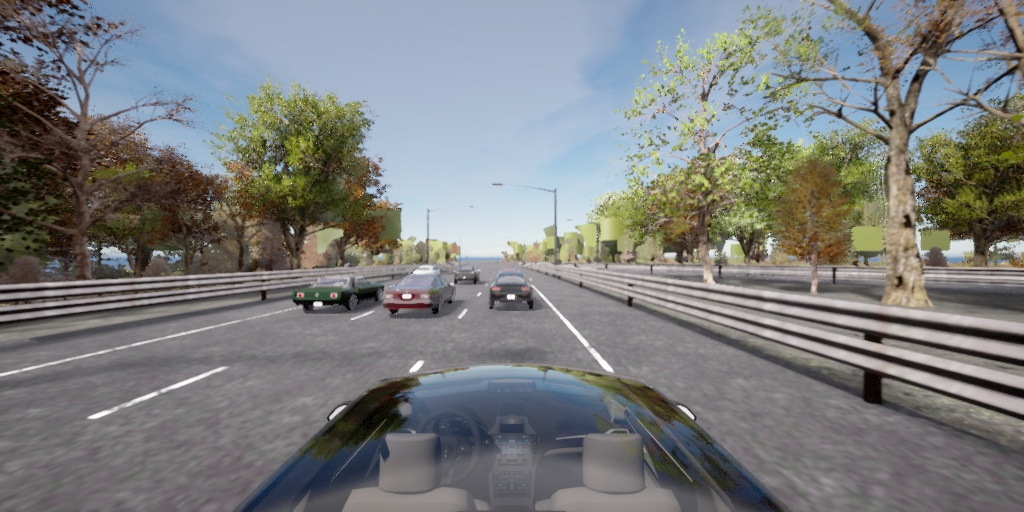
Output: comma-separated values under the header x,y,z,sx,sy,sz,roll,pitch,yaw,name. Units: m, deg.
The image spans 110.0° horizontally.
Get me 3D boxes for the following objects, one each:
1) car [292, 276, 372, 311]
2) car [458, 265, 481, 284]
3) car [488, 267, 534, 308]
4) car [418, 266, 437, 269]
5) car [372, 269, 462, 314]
x,y,z,sx,sy,sz,roll,pitch,yaw,name
-7.042,1.483,15.239,1.895,1.301,4.718,0,-1,0,car
-3.755,1.530,30.582,2.128,1.511,4.902,0,0,-1,car
-0.044,1.414,15.945,1.812,1.442,4.674,0,0,0,car
-7.261,1.566,30.910,1.812,1.442,4.674,0,0,-1,car
-3.541,1.422,14.546,2.033,1.411,5.357,0,-1,0,car
